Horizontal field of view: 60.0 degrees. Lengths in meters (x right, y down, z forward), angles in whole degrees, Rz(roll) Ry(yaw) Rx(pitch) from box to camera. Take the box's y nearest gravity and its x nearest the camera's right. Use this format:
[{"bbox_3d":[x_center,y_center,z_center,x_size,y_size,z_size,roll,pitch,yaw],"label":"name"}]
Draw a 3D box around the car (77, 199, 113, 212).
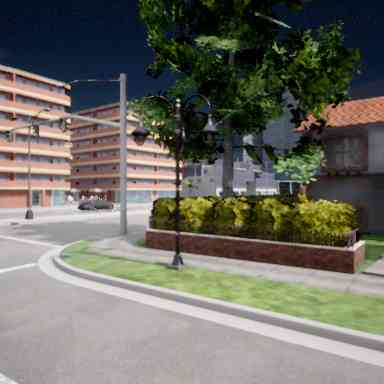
[{"bbox_3d":[-11.457,1.565,39.599,1.994,1.385,4.181,0,0,36],"label":"car"}]
